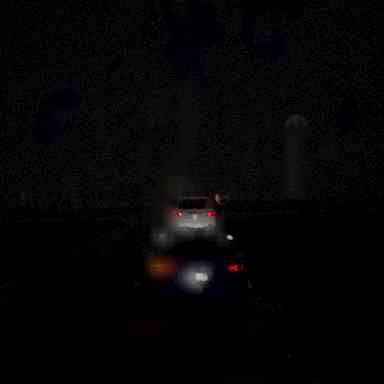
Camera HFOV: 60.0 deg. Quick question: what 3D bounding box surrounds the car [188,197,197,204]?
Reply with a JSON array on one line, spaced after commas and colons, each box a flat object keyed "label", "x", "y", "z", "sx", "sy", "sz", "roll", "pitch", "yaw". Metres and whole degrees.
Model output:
[{"label": "car", "x": 0.052, "y": 1.957, "z": 78.759, "sx": 2.097, "sy": 1.767, "sz": 4.553, "roll": 0, "pitch": -1, "yaw": 0}]

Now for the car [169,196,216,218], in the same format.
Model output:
[{"label": "car", "x": 0.089, "y": 1.235, "z": 18.158, "sx": 2.150, "sy": 2.045, "sz": 5.566, "roll": 0, "pitch": 0, "yaw": -1}]

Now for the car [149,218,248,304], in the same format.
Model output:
[{"label": "car", "x": 0.111, "y": 1.563, "z": 8.183, "sx": 1.994, "sy": 1.385, "sz": 4.181, "roll": 0, "pitch": 0, "yaw": 0}]

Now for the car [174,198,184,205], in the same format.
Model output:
[{"label": "car", "x": -2.704, "y": 2.003, "z": 70.354, "sx": 2.033, "sy": 1.411, "sz": 5.357, "roll": 0, "pitch": -1, "yaw": 0}]
